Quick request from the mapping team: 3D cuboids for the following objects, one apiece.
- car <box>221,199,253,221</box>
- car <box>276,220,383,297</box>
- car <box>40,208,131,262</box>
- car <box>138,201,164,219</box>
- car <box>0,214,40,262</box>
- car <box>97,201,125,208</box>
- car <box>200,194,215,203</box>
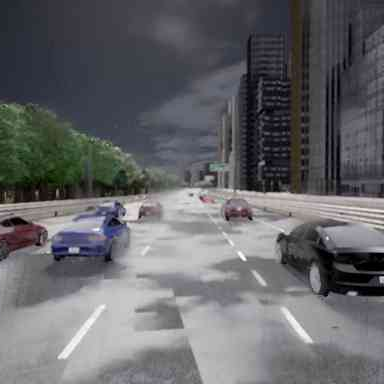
[{"bbox_3d":[3.555,1.331,27.183,2.097,1.767,4.553,0,0,0],"label":"car"},{"bbox_3d":[3.594,1.468,8.629,1.882,1.535,5.008,0,0,0],"label":"car"},{"bbox_3d":[-3.411,1.514,11.906,1.812,1.442,4.674,0,0,0],"label":"car"},{"bbox_3d":[-3.448,1.505,28.552,1.812,1.442,4.674,0,0,0],"label":"car"},{"bbox_3d":[-6.911,1.514,11.897,1.812,1.442,4.674,0,0,0],"label":"car"},{"bbox_3d":[-6.948,1.505,28.589,1.812,1.442,4.674,0,0,0],"label":"car"},{"bbox_3d":[3.274,1.300,65.107,2.097,1.767,4.553,0,0,0],"label":"car"}]
